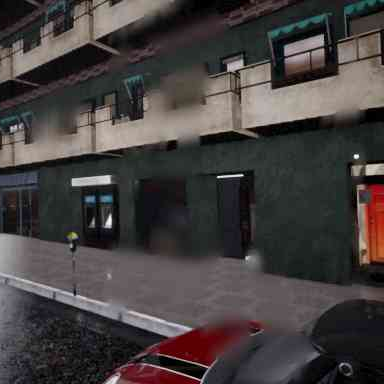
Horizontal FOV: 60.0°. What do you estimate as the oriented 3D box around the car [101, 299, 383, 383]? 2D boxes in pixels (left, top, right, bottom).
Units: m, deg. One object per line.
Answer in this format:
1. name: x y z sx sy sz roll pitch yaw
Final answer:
1. car: 1.125 1.441 1.953 4.097 1.590 1.967 0 -2 36
